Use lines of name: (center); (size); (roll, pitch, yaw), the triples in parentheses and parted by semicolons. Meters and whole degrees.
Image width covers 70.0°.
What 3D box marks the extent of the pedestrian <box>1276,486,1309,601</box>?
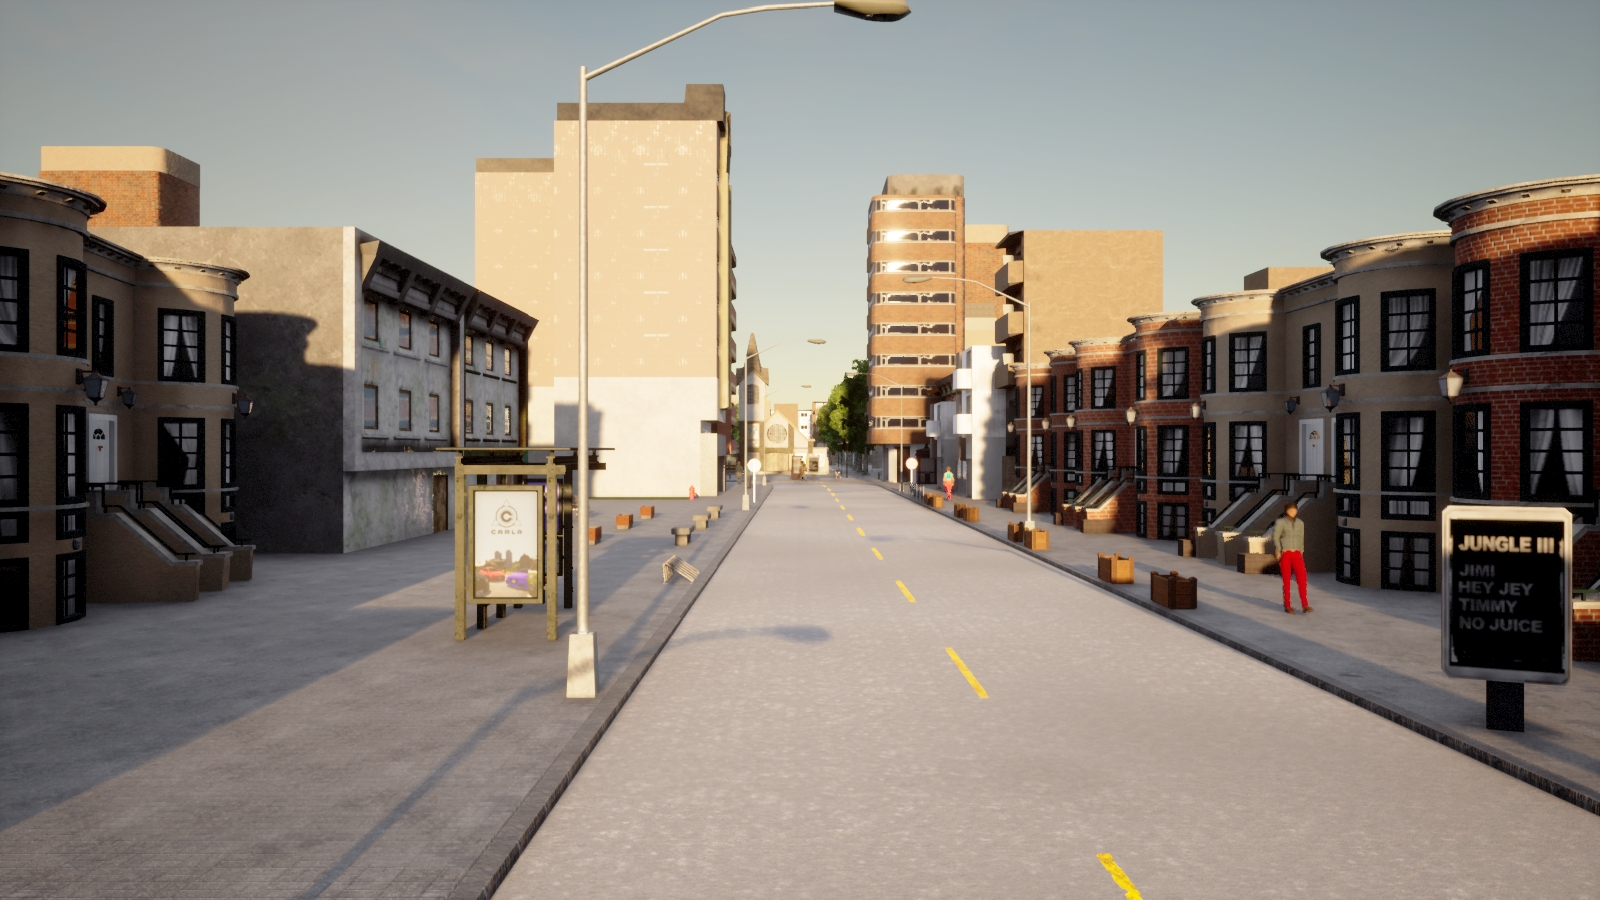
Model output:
pedestrian: (8.066, 1.525, 18.726); (0.375, 1.860, 0.375); (0, 0, 0)

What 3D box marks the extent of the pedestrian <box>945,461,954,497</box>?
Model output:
pedestrian: (7.824, 1.525, 59.828); (0.375, 1.860, 0.375); (0, 0, -2)
